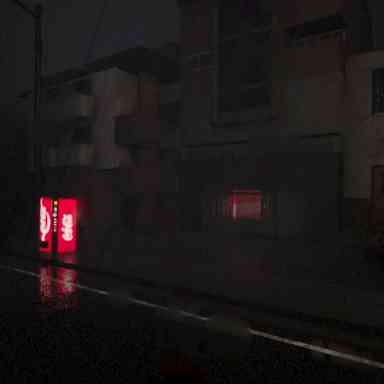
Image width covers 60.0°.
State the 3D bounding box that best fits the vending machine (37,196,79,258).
[{"bbox_3d":[-4.838,1.193,12.043,0.880,2.100,1.100,1,0,35],"label":"vending machine"}]
